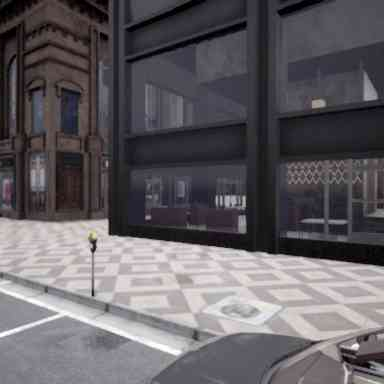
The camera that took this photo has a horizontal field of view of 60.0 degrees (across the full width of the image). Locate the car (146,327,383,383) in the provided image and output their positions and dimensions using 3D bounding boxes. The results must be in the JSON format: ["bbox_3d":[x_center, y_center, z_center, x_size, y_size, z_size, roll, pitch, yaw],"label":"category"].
[{"bbox_3d":[1.560,1.552,1.852,4.403,1.369,2.008,0,0,35],"label":"car"}]
